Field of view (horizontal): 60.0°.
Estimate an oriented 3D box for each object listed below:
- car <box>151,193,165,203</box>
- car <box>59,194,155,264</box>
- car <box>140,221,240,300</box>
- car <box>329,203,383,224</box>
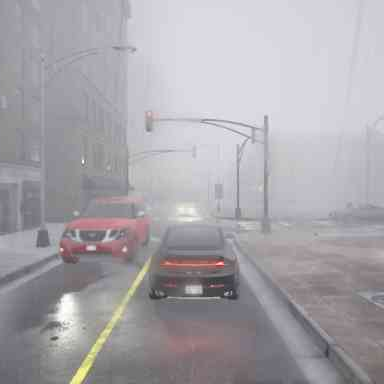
[{"bbox_3d":[-8.384,1.294,70.057,5.566,2.045,2.150,0,0,9],"label":"car"},{"bbox_3d":[-2.840,1.222,12.143,2.150,2.045,5.566,0,0,0],"label":"car"},{"bbox_3d":[0.060,1.505,8.385,1.837,1.490,4.892,0,0,1],"label":"car"},{"bbox_3d":[12.067,1.515,23.772,4.181,1.385,1.994,0,0,0],"label":"car"}]
